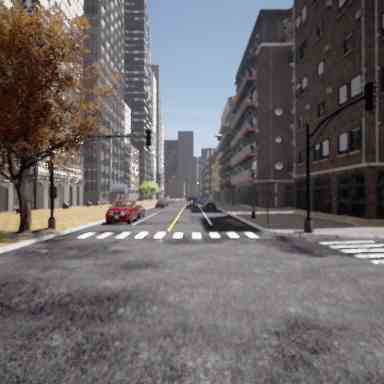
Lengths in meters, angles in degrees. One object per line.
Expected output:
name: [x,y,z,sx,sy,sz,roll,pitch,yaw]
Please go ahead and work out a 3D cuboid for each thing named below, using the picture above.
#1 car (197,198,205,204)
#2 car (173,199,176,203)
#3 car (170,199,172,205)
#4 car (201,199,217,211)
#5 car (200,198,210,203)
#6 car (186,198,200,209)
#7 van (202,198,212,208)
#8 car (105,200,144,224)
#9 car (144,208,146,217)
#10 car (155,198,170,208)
car: [2.365,2.491,89.729,1.882,1.535,5.008,0,-1,0]
car: [-5.689,2.482,82.831,2.008,1.369,4.403,0,-1,0]
car: [-5.690,2.048,66.266,2.192,1.841,5.009,0,-1,0]
car: [2.691,2.106,49.695,1.947,1.339,4.313,0,-1,0]
car: [2.691,2.130,55.388,1.752,1.417,4.829,0,-1,0]
car: [0.001,2.229,57.371,1.895,1.301,4.718,0,-1,0]
van: [2.691,2.008,60.743,1.690,1.788,3.998,0,-1,0]
car: [-5.691,1.612,27.608,2.192,1.841,5.009,0,-1,0]
car: [-5.691,1.923,33.128,1.947,1.339,4.313,0,-1,0]
car: [-5.690,2.234,60.741,1.947,1.339,4.313,0,-1,0]
